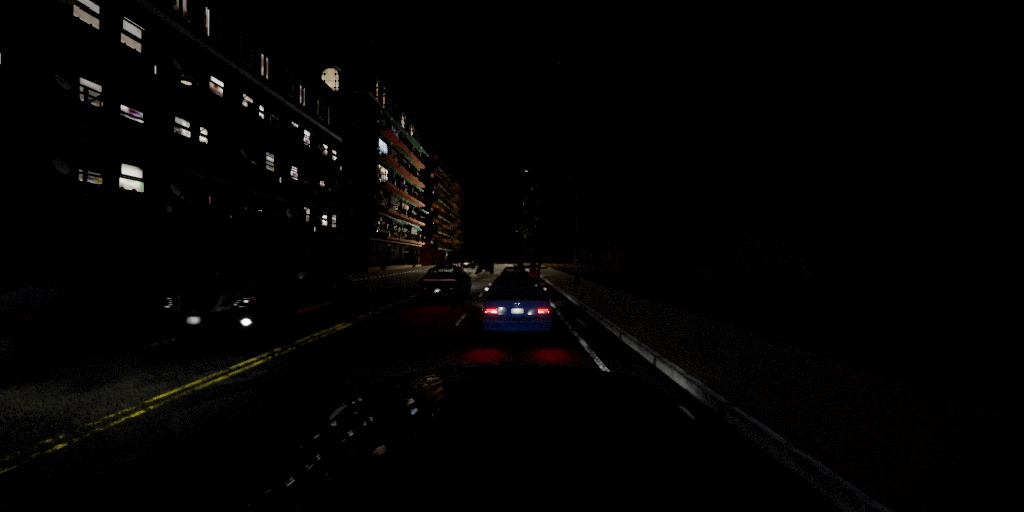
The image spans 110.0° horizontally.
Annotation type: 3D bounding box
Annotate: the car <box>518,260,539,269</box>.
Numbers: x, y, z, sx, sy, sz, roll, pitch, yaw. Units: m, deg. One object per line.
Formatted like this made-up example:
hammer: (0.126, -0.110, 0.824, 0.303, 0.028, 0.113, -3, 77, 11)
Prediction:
car: (1.193, 1.105, 29.937, 2.097, 1.767, 4.553, 0, 0, 0)

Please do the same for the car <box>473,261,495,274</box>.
car: (-3.071, 1.259, 41.712, 1.837, 1.490, 4.892, 0, 0, 0)

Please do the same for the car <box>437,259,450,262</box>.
car: (-9.748, 1.230, 50.904, 1.882, 1.535, 5.008, 0, 0, 0)

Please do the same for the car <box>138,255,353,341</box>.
car: (-6.582, 0.973, 10.184, 2.150, 2.045, 5.566, 0, 0, 0)

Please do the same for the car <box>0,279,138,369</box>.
car: (-9.852, 1.277, 7.885, 1.812, 1.442, 4.674, 0, 0, 0)

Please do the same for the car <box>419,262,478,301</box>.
car: (-3.119, 1.243, 17.480, 2.128, 1.511, 4.902, 0, 0, 0)

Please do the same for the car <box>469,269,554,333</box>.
car: (0.120, 1.299, 10.669, 2.033, 1.411, 5.357, 0, 0, 0)

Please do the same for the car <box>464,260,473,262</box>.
car: (-6.494, 1.300, 53.209, 2.033, 1.411, 5.357, 0, 0, 0)

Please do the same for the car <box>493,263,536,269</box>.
car: (0.132, 1.317, 21.003, 1.994, 1.385, 4.181, 0, 0, 1)
